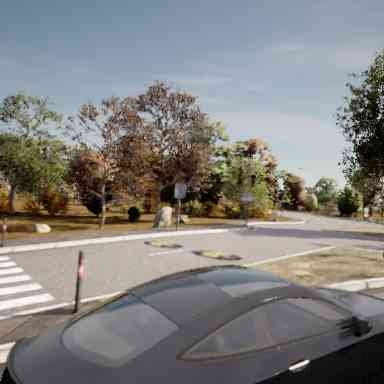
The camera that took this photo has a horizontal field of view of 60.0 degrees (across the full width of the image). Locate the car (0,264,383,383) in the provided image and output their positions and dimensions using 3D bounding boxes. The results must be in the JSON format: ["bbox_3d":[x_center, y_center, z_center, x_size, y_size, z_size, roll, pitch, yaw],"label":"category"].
[{"bbox_3d":[0.607,1.537,3.485,4.674,1.442,1.812,0,0,-32],"label":"car"}]
